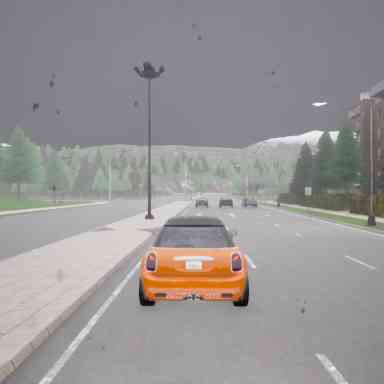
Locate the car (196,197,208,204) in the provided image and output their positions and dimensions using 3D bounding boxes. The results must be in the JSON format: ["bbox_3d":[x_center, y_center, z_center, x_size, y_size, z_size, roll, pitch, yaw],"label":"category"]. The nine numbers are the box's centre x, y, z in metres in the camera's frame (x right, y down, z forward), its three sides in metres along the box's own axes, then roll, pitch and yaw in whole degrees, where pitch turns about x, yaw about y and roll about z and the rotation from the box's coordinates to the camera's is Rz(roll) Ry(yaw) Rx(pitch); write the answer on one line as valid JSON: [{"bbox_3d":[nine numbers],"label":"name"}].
[{"bbox_3d":[1.480,1.524,49.147,1.812,1.442,4.674,0,0,2],"label":"car"}]

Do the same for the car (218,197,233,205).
[{"bbox_3d":[4.990,1.476,49.356,1.882,1.535,5.008,0,0,2],"label":"car"}]

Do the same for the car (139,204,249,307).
[{"bbox_3d":[0.068,1.352,8.168,2.097,1.767,4.553,0,0,1],"label":"car"}]

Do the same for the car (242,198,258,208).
[{"bbox_3d":[8.488,1.546,49.227,2.033,1.411,5.357,0,0,2],"label":"car"}]
